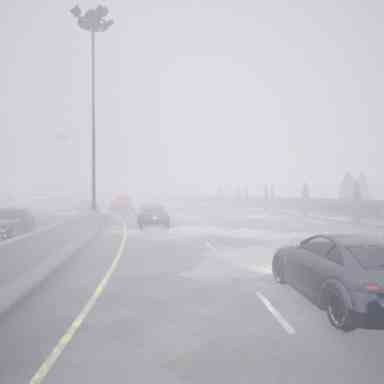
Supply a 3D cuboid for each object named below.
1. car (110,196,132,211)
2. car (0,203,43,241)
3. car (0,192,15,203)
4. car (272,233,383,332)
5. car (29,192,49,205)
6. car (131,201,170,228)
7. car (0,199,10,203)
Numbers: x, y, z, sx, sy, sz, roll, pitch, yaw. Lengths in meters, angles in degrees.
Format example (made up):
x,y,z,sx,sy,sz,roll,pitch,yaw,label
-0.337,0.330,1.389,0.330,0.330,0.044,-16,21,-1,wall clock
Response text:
x,y,z,sx,sy,sz,roll,pitch,yaw,label
-8.228,1.207,38.614,2.097,1.767,4.553,0,0,-22,car
-8.709,1.468,15.503,1.837,1.490,4.892,0,0,-11,car
-32.486,1.076,57.886,2.150,2.045,5.566,0,0,-40,car
3.128,1.520,6.819,1.994,1.385,4.181,0,0,-4,car
-24.633,1.071,53.442,2.150,2.045,5.566,0,0,-35,car
-2.643,1.475,21.556,1.994,1.385,4.181,0,0,-13,car
-13.601,1.459,21.490,1.837,1.490,4.892,0,0,-15,car
